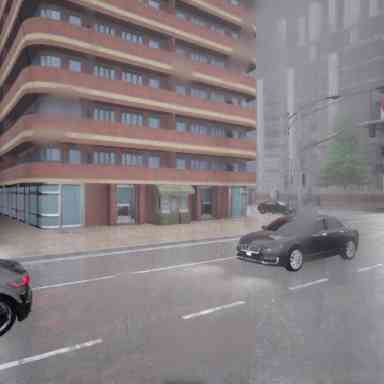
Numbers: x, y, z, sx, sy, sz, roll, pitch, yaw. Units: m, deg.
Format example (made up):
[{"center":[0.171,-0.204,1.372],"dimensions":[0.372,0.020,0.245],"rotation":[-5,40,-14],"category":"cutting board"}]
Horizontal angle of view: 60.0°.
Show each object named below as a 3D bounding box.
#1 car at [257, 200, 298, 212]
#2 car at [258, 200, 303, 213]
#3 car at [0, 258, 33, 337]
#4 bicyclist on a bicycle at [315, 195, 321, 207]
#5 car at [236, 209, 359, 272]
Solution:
[{"center":[8.612,1.526,33.261],"dimensions":[1.812,1.442,4.674],"rotation":[0,0,-36],"category":"car"},{"center":[9.875,1.601,37.430],"dimensions":[1.895,1.301,4.718],"rotation":[0,0,-36],"category":"car"},{"center":[-4.689,1.564,4.928],"dimensions":[4.181,1.385,1.994],"rotation":[0,0,-36],"category":"car"},{"center":[17.779,1.301,46.912],"dimensions":[1.656,1.620,0.582],"rotation":[0,0,-36],"category":"bicyclist on a bicycle"},{"center":[3.587,1.505,10.912],"dimensions":[4.892,1.490,1.837],"rotation":[0,0,-36],"category":"car"}]
